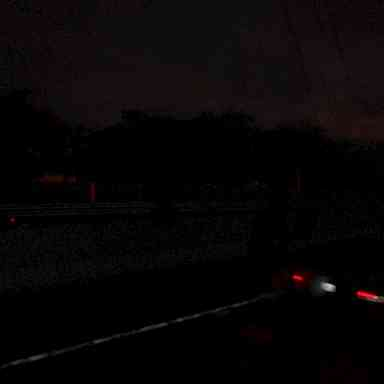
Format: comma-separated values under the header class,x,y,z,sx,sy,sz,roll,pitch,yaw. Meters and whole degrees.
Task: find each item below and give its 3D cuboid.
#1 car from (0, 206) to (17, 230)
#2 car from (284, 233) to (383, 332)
class,x,y,z,sx,sy,sz,roll,pitch,yaw
car,-9.969,1.351,14.062,4.553,1.767,2.097,0,0,-35
car,4.200,1.575,6.740,5.357,1.411,2.033,0,0,-35
